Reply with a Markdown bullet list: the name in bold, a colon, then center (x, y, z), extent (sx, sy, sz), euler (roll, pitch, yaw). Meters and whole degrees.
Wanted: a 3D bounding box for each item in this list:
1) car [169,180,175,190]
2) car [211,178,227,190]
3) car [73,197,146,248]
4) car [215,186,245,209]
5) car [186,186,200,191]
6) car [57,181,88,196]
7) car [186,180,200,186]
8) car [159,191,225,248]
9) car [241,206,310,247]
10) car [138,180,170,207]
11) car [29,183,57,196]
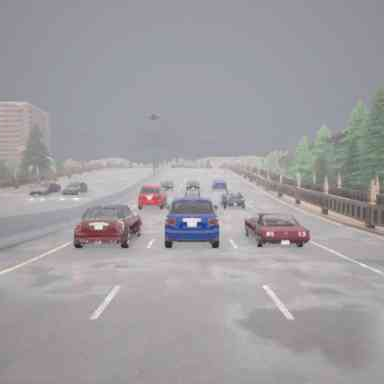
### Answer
- **car**: center (-3.359, -1.020, 44.801), extent (1.895, 1.301, 4.718), euler (0, 7, 0)
- **car**: center (3.640, -1.147, 44.715), extent (1.882, 1.535, 5.008), euler (0, 7, 0)
- **car**: center (-3.500, 1.297, 14.601), extent (2.097, 1.767, 4.553), euler (0, 1, 0)
- **car**: center (3.556, 0.590, 29.545), extent (2.128, 1.511, 4.902), euler (0, 5, 0)
- **car**: center (0.056, 0.590, 29.564), extent (2.128, 1.511, 4.902), euler (0, 5, 0)
- **car**: center (-13.889, -0.432, 39.713), extent (1.837, 1.490, 4.892), euler (0, 7, 0)
- **car**: center (0.140, -1.020, 44.781), extent (1.895, 1.301, 4.718), euler (0, 7, 0)
- **car**: center (0.001, 1.183, 14.658), extent (2.150, 2.045, 5.566), euler (0, 1, 0)
- **car**: center (3.501, 1.547, 14.665), extent (1.895, 1.301, 4.718), euler (0, 1, 0)
- **car**: center (-3.444, 0.348, 29.596), extent (2.150, 2.045, 5.566), euler (0, 5, 0)
- **car**: center (-17.389, -0.391, 39.739), extent (2.033, 1.411, 5.357), euler (0, 7, 0)
